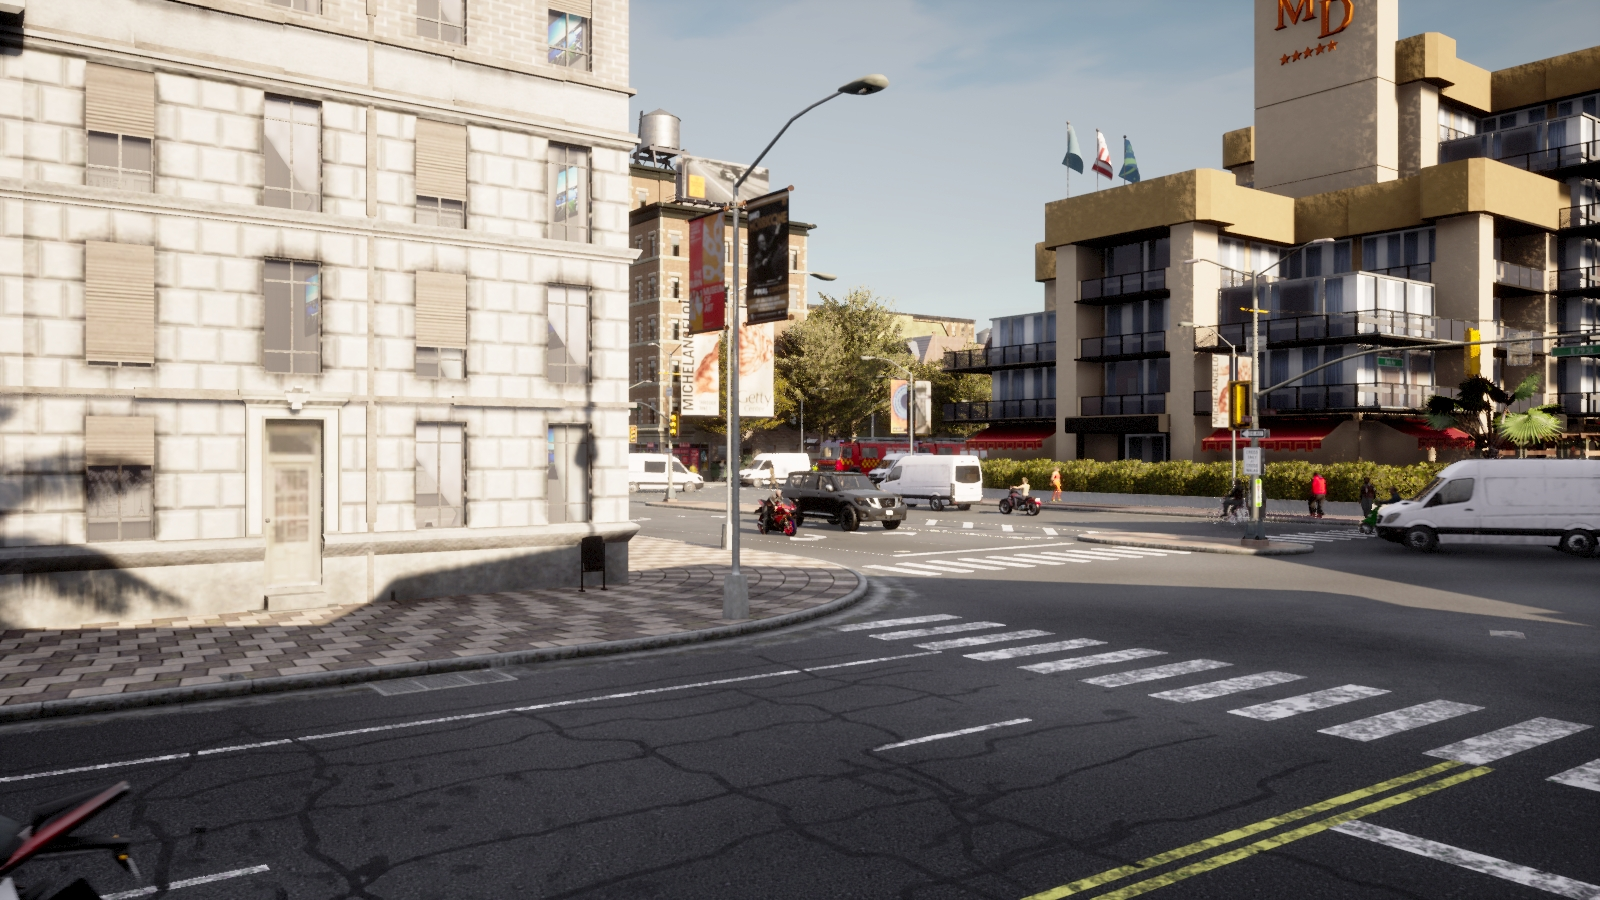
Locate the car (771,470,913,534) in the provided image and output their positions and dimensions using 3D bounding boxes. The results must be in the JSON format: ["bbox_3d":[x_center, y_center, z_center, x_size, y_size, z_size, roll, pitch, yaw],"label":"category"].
[{"bbox_3d":[1.410,1.779,41.176,2.150,2.045,5.566,0,0,-35],"label":"car"}]

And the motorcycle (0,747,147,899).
[{"bbox_3d":[-4.212,2.205,5.073,2.209,1.251,0.867,0,0,-35],"label":"motorcycle"}]

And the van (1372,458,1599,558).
[{"bbox_3d":[19.179,1.535,31.490,5.915,2.561,1.988,0,0,21],"label":"van"}]

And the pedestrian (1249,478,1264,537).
[{"bbox_3d":[14.767,1.848,36.951,0.375,1.860,0.375,0,0,36],"label":"pedestrian"}]

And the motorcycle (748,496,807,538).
[{"bbox_3d":[-0.756,2.205,37.717,0.867,1.251,2.209,0,0,-36],"label":"motorcycle"}]

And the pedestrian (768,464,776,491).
[{"bbox_3d":[-1.905,1.849,77.201,0.375,1.860,0.375,0,0,45],"label":"pedestrian"}]

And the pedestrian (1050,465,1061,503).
[{"bbox_3d":[12.714,1.697,56.921,0.375,1.860,0.375,0,0,-39],"label":"pedestrian"}]

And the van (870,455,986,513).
[{"bbox_3d":[5.947,1.534,54.072,1.988,2.561,5.915,0,0,-36],"label":"van"}]

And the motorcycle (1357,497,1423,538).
[{"bbox_3d":[19.219,2.182,37.220,1.805,1.236,0.856,0,-1,33],"label":"motorcycle"}]

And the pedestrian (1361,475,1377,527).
[{"bbox_3d":[20.553,1.848,41.262,0.375,1.860,0.375,0,0,-41],"label":"pedestrian"}]

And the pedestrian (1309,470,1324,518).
[{"bbox_3d":[20.029,1.696,44.282,0.375,1.860,0.375,0,0,-18],"label":"pedestrian"}]

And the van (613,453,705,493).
[{"bbox_3d":[-9.281,1.532,75.089,5.915,2.561,1.988,1,0,-10],"label":"van"}]

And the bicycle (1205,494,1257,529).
[{"bbox_3d":[15.503,2.210,41.120,0.329,1.171,1.835,0,0,-39],"label":"bicycle"}]

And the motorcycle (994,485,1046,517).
[{"bbox_3d":[9.406,2.170,48.968,0.764,1.277,2.356,0,0,-34],"label":"motorcycle"}]
